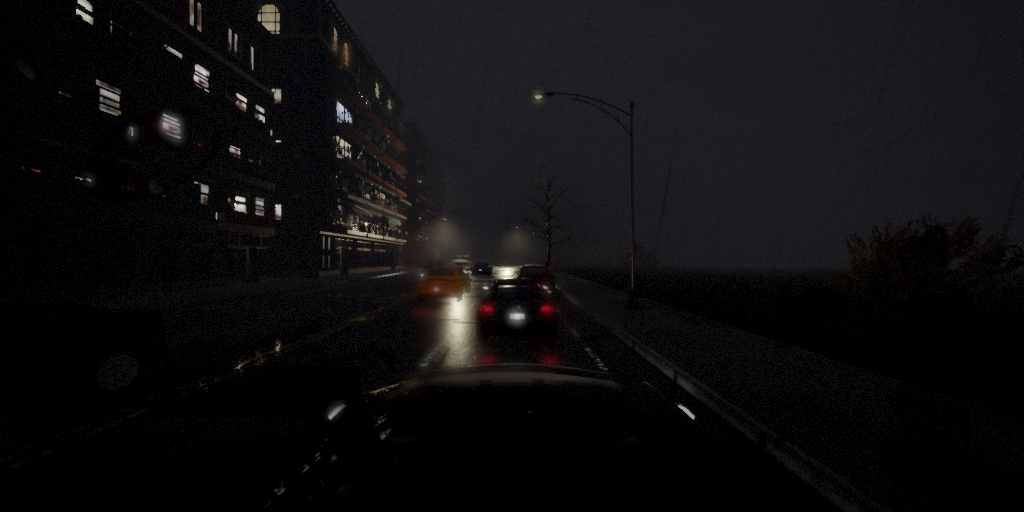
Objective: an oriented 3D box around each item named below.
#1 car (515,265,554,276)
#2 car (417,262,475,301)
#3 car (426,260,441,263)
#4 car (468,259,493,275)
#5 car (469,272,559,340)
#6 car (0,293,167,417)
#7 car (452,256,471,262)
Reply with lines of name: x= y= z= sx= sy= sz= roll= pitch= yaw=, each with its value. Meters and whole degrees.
car: x=1.163 y=1.230 z=18.896 sx=1.882 sy=1.535 sz=5.008 roll=0 pitch=0 yaw=0
car: x=-3.127 y=1.229 z=17.327 sx=1.882 sy=1.535 sz=5.008 roll=0 pitch=0 yaw=0
car: x=-9.783 y=1.229 z=44.753 sx=1.882 sy=1.535 sz=5.008 roll=0 pitch=0 yaw=0
car: x=-3.096 y=1.317 z=37.048 sx=1.994 sy=1.385 sz=4.181 roll=0 pitch=0 yaw=0
car: x=0.114 y=1.315 z=9.976 sx=1.994 sy=1.385 sz=4.181 roll=0 pitch=0 yaw=0
car: x=-6.598 y=1.228 z=3.734 sx=1.882 sy=1.535 sz=5.008 roll=0 pitch=0 yaw=0
car: x=-6.529 y=0.972 z=47.221 sx=2.150 sy=2.045 sz=5.566 roll=0 pitch=0 yaw=0
